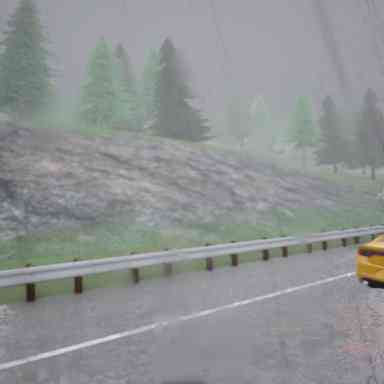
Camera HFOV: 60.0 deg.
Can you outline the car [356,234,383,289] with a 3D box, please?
[{"bbox_3d":[5.944,1.481,7.989,5.008,1.535,1.882,0,0,-36],"label":"car"}]
